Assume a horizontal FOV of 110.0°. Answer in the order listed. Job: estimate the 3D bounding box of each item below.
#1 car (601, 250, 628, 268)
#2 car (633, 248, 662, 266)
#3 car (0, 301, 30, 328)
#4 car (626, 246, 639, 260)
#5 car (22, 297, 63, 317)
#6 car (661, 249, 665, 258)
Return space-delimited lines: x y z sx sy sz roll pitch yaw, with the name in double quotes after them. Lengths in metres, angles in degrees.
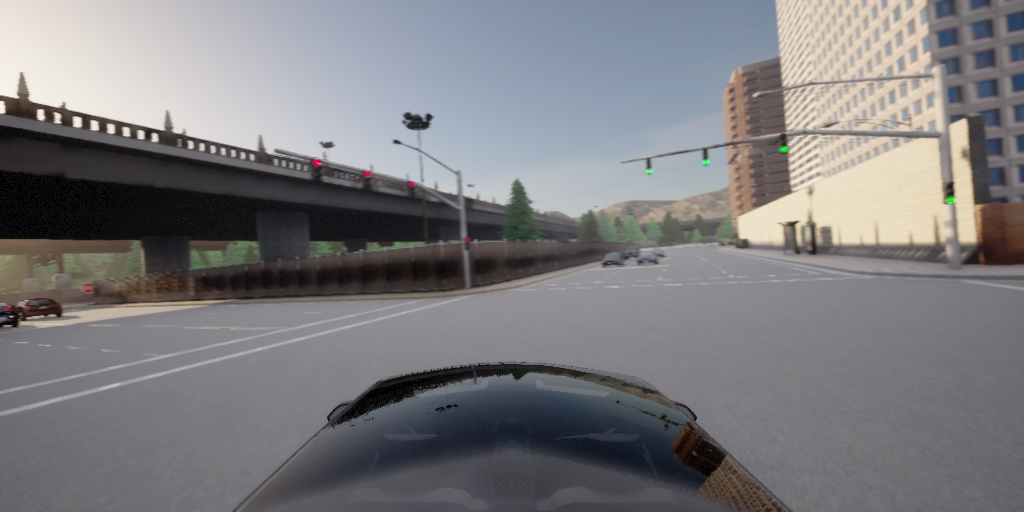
10.865 0.410 38.481 1.837 1.490 4.892 -5 -1 25 "car"
13.916 0.182 36.765 1.812 1.442 4.674 -5 0 25 "car"
-33.938 4.012 23.157 4.902 1.511 2.128 -5 0 25 "car"
18.317 -0.446 54.465 2.150 2.045 5.566 -5 0 25 "car"
-39.777 4.350 29.866 4.553 1.767 2.097 -5 0 25 "car"
21.050 -0.364 52.042 1.812 1.442 4.674 -5 0 26 "car"
